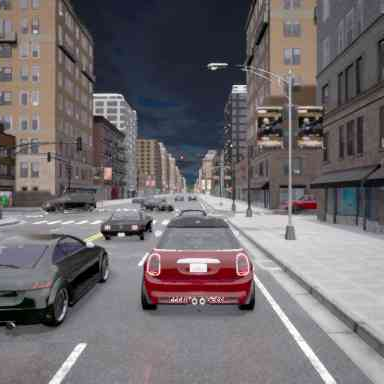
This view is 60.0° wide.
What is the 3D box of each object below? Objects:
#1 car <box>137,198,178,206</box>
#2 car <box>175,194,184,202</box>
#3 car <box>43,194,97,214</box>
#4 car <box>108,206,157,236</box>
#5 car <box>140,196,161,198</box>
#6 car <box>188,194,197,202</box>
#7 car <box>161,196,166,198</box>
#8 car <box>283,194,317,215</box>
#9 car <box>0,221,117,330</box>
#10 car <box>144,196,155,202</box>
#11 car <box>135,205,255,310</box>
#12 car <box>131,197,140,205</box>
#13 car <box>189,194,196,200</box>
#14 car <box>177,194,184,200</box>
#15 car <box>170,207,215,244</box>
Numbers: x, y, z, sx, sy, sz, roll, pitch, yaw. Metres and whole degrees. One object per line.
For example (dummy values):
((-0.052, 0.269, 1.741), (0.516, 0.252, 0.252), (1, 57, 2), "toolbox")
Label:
((-3.864, 1.602, 36.331), (1.895, 1.301, 4.718), (0, 0, -34), "car")
((-3.055, 1.530, 78.290), (1.994, 1.385, 4.181), (0, 0, 0), "car")
((-12.877, 1.231, 35.547), (2.150, 2.045, 5.566), (2, 1, 44), "car")
((-3.109, 1.600, 16.899), (1.895, 1.301, 4.718), (0, 0, 0), "car")
((-6.466, 1.555, 51.541), (1.994, 1.385, 4.181), (0, 0, 0), "car")
((0.195, 1.333, 78.252), (2.097, 1.767, 4.553), (0, 0, 0), "car")
((-6.332, 1.548, 68.811), (1.994, 1.385, 4.181), (0, 0, 0), "car")
((12.351, 1.256, 34.476), (5.566, 2.045, 2.150), (0, 0, 0), "car")
((-3.133, 1.564, 7.030), (1.994, 1.385, 4.181), (0, 0, 0), "car")
((-9.563, 1.529, 75.039), (1.994, 1.385, 4.181), (0, 0, 0), "car")
((0.119, 1.352, 7.960), (2.097, 1.767, 4.553), (0, 0, 0), "car")
((-9.675, 1.536, 60.096), (2.033, 1.411, 5.357), (0, 0, 0), "car")
((0.220, 1.370, 88.285), (1.812, 1.442, 4.674), (0, 0, 0), "car")
((-3.030, 1.370, 88.293), (1.812, 1.442, 4.674), (0, 0, 0), "car")
((0.051, 1.563, 16.663), (1.994, 1.385, 4.181), (0, 0, 1), "car")
